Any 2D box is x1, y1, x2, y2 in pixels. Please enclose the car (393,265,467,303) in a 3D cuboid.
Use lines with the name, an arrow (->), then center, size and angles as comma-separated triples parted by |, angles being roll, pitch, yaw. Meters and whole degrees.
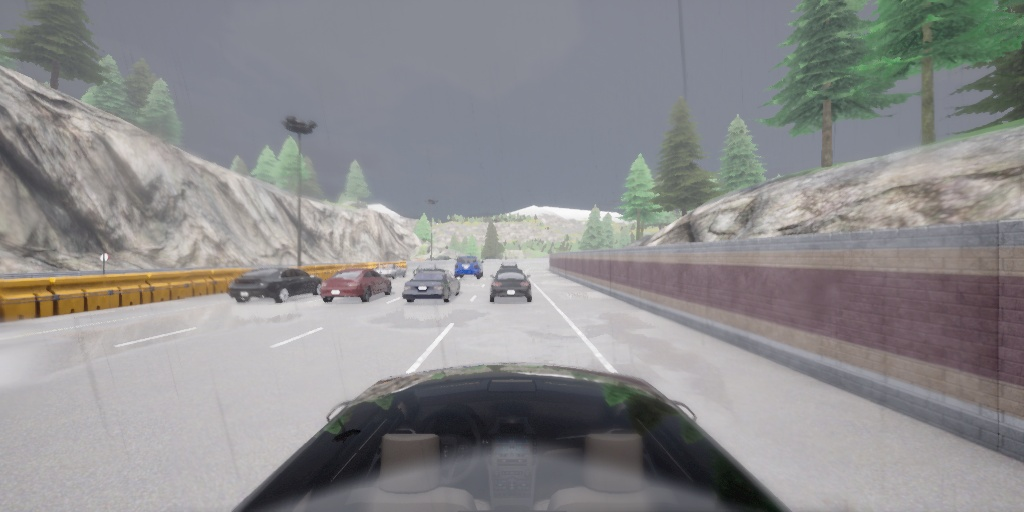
car -> -3.567, 1.313, 16.655 | 2.033, 1.411, 5.357 | 0, 0, -1

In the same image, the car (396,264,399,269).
car -> -10.756, 1.367, 31.595 | 1.895, 1.301, 4.718 | 0, 0, -1

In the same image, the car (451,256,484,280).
car -> -3.757, 1.008, 31.684 | 2.150, 2.045, 5.566 | 0, 0, -1

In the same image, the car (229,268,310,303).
car -> -10.566, 1.267, 16.566 | 1.837, 1.490, 4.892 | 0, 0, -1

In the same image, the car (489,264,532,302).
car -> -0.067, 1.283, 16.699 | 1.812, 1.442, 4.674 | 0, 0, -1

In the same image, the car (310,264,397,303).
car -> -7.067, 1.283, 16.610 | 1.812, 1.442, 4.674 | 0, 0, -1

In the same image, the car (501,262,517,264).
car -> -0.257, 1.246, 31.698 | 2.128, 1.511, 4.902 | 0, 0, -1
